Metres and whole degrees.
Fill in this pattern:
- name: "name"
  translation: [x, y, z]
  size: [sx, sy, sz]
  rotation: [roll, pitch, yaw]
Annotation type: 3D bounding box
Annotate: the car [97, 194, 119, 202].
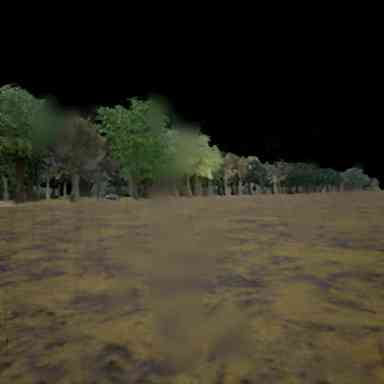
- name: "car"
  translation: [-16.905, 1.172, 66.947]
  size: [1.837, 1.490, 4.892]
  rotation: [-3, -1, 36]
